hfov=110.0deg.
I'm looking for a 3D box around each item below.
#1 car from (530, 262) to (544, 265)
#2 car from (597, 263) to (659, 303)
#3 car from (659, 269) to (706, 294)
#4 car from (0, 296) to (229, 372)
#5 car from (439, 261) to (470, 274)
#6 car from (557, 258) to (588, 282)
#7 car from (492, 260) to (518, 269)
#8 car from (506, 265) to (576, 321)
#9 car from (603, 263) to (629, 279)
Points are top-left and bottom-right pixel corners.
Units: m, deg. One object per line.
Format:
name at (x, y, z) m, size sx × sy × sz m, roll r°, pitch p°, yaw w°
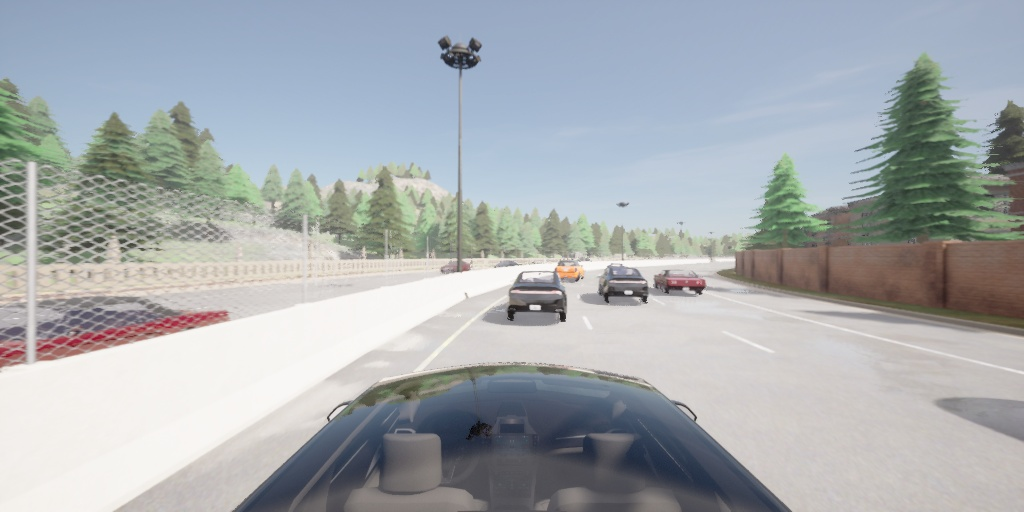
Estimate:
car at (2.873, 1.363, 44.636) m, size 1.895 × 1.301 × 4.718 m, roll 0°, pitch 0°, yaw 26°
car at (5.146, 1.263, 16.928) m, size 2.128 × 1.511 × 4.902 m, roll 0°, pitch 0°, yaw 10°
car at (9.387, 1.391, 20.480) m, size 1.895 × 1.301 × 4.718 m, roll 0°, pitch 0°, yaw 13°
car at (-6.913, 1.322, 5.216) m, size 1.895 × 1.301 × 4.718 m, roll 0°, pitch 0°, yaw 3°
car at (-6.387, 1.249, 40.747) m, size 1.812 × 1.442 × 4.674 m, roll 0°, pitch 0°, yaw 22°
car at (4.829, 1.123, 29.981) m, size 2.097 × 1.767 × 4.553 m, roll 0°, pitch 0°, yaw 17°
car at (-0.738, 1.273, 45.117) m, size 1.812 × 1.442 × 4.674 m, roll 0°, pitch 0°, yaw 25°
car at (0.956, 1.246, 12.537) m, size 2.128 × 1.511 × 4.902 m, roll 0°, pitch 0°, yaw 7°
car at (9.951, 1.356, 33.991) m, size 1.994 × 1.385 × 4.181 m, roll 0°, pitch 0°, yaw 21°
